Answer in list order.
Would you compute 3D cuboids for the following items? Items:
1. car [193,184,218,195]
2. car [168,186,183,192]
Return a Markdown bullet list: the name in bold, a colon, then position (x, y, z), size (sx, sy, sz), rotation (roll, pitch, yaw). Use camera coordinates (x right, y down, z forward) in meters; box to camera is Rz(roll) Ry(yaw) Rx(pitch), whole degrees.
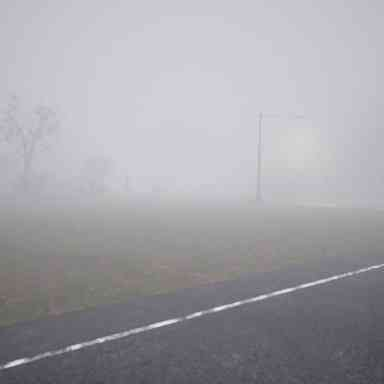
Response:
- **car**: position (2.444, -0.518, 61.399), size (2.150, 2.045, 5.566), rotation (0, 2, -36)
- **car**: position (-3.617, -0.625, 69.852), size (1.994, 1.385, 4.181), rotation (0, 2, -36)
